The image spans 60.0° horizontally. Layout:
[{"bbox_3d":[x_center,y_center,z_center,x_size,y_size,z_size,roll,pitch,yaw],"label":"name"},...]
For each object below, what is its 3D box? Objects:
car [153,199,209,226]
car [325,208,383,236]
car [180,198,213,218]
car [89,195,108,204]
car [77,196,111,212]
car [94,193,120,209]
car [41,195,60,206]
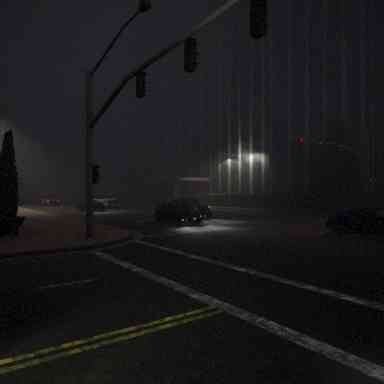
[{"bbox_3d":[-1.117,1.505,23.614,1.837,1.490,4.892,0,0,-32],"label":"car"},{"bbox_3d":[8.884,1.525,16.252,1.812,1.442,4.674,0,0,-36],"label":"car"},{"bbox_3d":[-0.224,1.352,28.628,2.097,1.767,4.553,0,0,-36],"label":"car"},{"bbox_3d":[-18.643,1.478,66.247,1.882,1.535,5.008,0,0,-36],"label":"car"},{"bbox_3d":[-11.721,1.547,38.503,2.033,1.411,5.357,0,0,-36],"label":"car"},{"bbox_3d":[-11.512,1.221,44.181,2.150,2.045,5.566,0,0,-36],"label":"car"},{"bbox_3d":[-23.183,1.371,54.458,2.097,1.767,4.553,0,0,-36],"label":"car"}]
